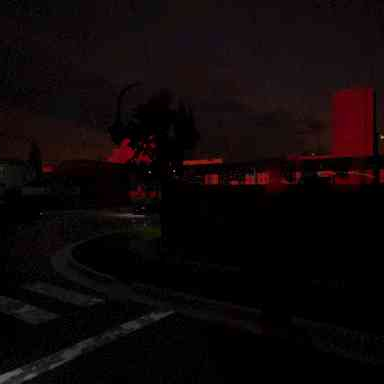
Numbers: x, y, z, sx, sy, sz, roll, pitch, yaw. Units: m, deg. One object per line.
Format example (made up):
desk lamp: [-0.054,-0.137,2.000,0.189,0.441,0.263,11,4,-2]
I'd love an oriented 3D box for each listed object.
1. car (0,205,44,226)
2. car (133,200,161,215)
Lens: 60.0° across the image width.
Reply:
car: [-12.425,1.572,21.771,2.033,1.411,5.357,0,0,26]
car: [-4.087,1.546,34.662,1.812,1.442,4.674,0,0,36]
